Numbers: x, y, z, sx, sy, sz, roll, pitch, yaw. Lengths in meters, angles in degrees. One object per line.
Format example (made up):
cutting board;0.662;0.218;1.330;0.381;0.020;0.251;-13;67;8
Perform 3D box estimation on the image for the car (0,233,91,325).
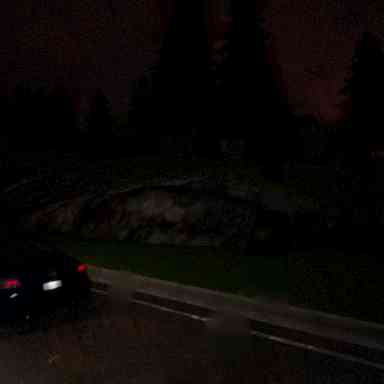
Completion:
car;-4.015;1.564;6.858;4.181;1.385;1.994;0;0;36
